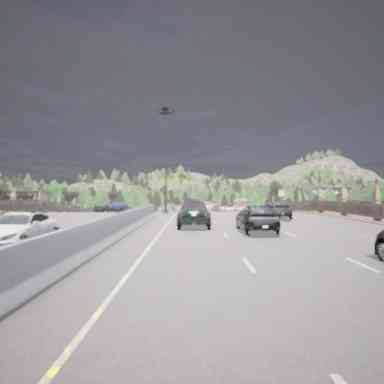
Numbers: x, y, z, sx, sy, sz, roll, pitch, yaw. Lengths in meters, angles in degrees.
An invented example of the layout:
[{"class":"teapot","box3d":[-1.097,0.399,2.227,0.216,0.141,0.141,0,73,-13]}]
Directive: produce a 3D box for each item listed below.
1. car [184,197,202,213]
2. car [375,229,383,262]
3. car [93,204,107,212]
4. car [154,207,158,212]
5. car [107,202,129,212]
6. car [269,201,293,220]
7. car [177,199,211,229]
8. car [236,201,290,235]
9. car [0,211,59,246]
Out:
[{"class":"car","box3d":[0.132,1.620,40.865,2.097,1.767,4.553,0,-3,0]},{"class":"car","box3d":[7.110,1.358,9.192,2.097,1.767,4.553,0,0,0]},{"class":"car","box3d":[-13.971,2.543,52.286,1.882,1.535,5.008,0,-6,0]},{"class":"car","box3d":[-6.954,3.314,58.427,2.033,1.411,5.357,0,-7,0]},{"class":"car","box3d":[-10.485,2.226,48.616,1.882,1.535,5.008,0,-5,0]},{"class":"car","box3d":[7.123,1.508,28.422,2.128,1.511,4.902,0,0,0]},{"class":"car","box3d":[0.117,1.364,21.963,2.097,1.767,4.553,0,0,0]},{"class":"car","box3d":[3.615,1.502,18.767,2.128,1.511,4.902,0,0,0]},{"class":"car","box3d":[-7.075,1.532,13.731,1.812,1.442,4.674,0,0,0]}]
